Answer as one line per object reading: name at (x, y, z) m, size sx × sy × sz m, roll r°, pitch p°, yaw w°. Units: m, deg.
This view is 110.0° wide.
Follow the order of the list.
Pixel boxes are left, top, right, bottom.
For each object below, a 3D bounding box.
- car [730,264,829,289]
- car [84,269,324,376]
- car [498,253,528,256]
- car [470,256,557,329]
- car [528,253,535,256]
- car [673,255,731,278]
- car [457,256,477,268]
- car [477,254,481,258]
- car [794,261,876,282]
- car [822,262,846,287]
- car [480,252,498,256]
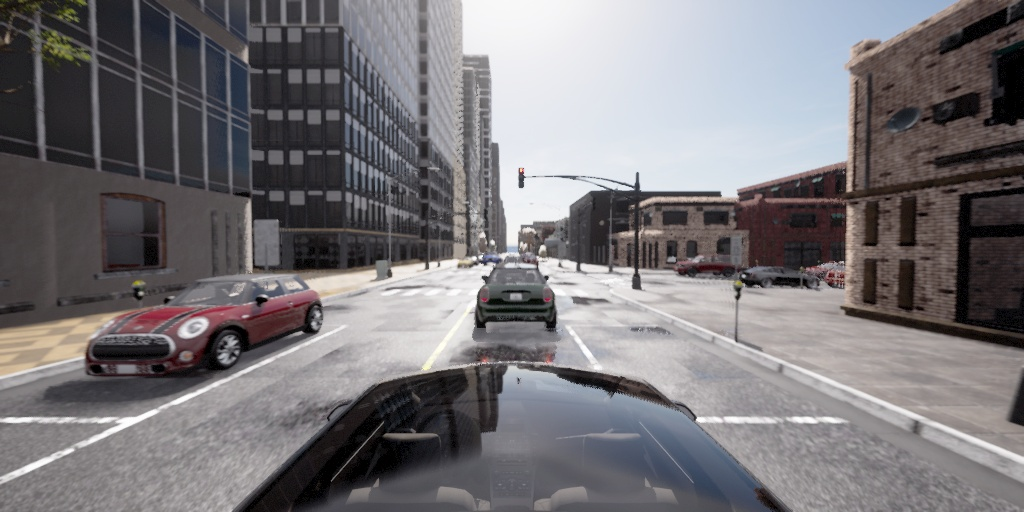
car at (16.412, 1.307, 22.172) m, size 4.313 × 1.339 × 1.948 m, roll 0°, pitch 0°, yaw 1°
car at (-5.691, 1.122, 7.296) m, size 1.967 × 1.591 × 4.097 m, roll 0°, pitch 0°, yaw 0°
car at (0.100, 0.740, 31.840) m, size 2.097 × 1.767 × 4.553 m, roll 0°, pitch 1°, yaw 0°
car at (0.101, 0.992, 10.979) m, size 2.097 × 1.767 × 4.553 m, roll 0°, pitch 1°, yaw 0°
car at (2.691, 0.601, 50.829) m, size 1.967 × 1.591 × 4.097 m, roll 0°, pitch 0°, yaw 0°
car at (16.518, 0.826, 30.549) m, size 5.009 × 1.841 × 2.192 m, roll 0°, pitch 0°, yaw 1°
car at (-5.828, 0.753, 45.071) m, size 1.751 × 1.417 × 4.829 m, roll 0°, pitch 0°, yaw 0°
car at (-5.657, 0.726, 50.884) m, size 1.948 × 1.339 × 4.313 m, roll 0°, pitch 0°, yaw 0°
car at (24.965, 1.191, 27.834) m, size 4.674 × 1.442 × 1.812 m, roll 1°, pitch 2°, yaw 1°
car at (21.959, 1.235, 22.102) m, size 4.097 × 1.591 × 1.967 m, roll 0°, pitch 0°, yaw 1°
car at (-3.064, 0.361, 52.880) m, size 2.150 × 2.045 × 5.566 m, roll 0°, pitch 0°, yaw 0°
